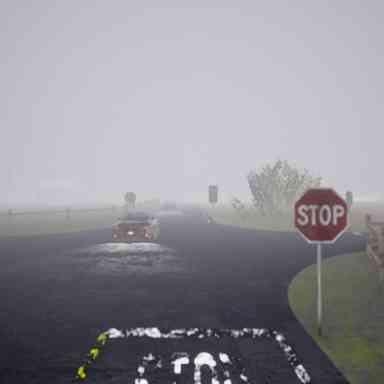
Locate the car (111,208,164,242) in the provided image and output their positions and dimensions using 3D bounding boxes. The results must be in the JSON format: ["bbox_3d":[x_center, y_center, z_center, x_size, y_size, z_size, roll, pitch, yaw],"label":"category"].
[{"bbox_3d":[-2.776,1.706,17.027,1.994,1.385,4.181,-1,-1,0],"label":"car"}]

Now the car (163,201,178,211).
[{"bbox_3d":[-2.904,1.811,44.723,1.895,1.301,4.718,0,0,-1],"label":"car"}]
